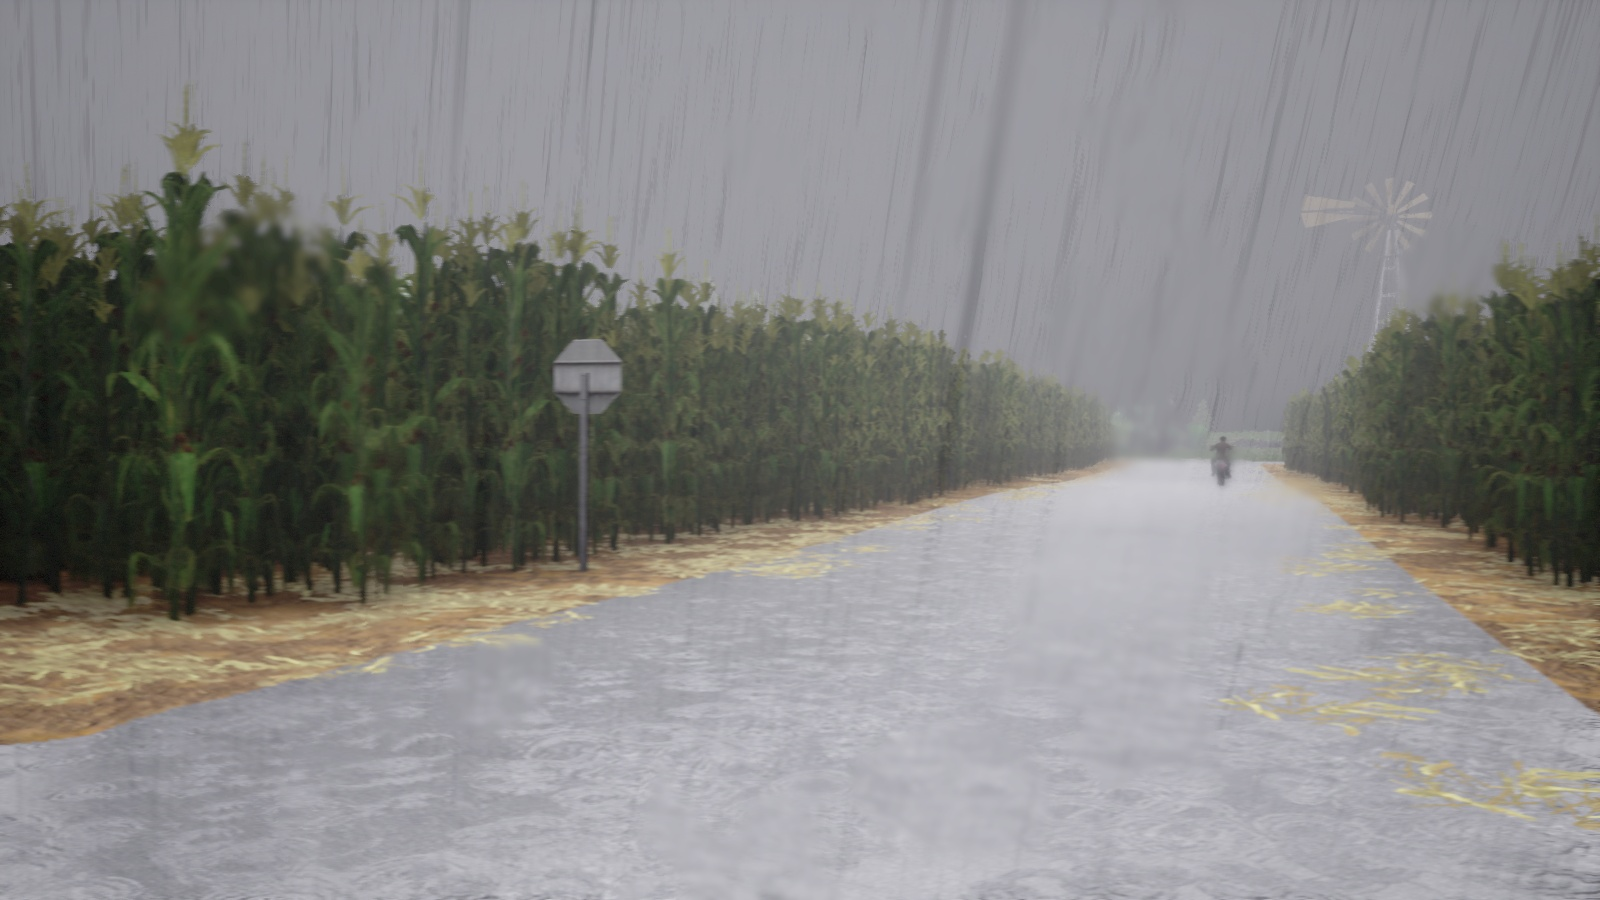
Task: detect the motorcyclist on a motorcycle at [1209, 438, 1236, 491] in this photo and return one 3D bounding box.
[{"bbox_3d":[13.583,0.461,40.390,0.766,1.649,2.350,1,0,19],"label":"motorcyclist on a motorcycle"}]
